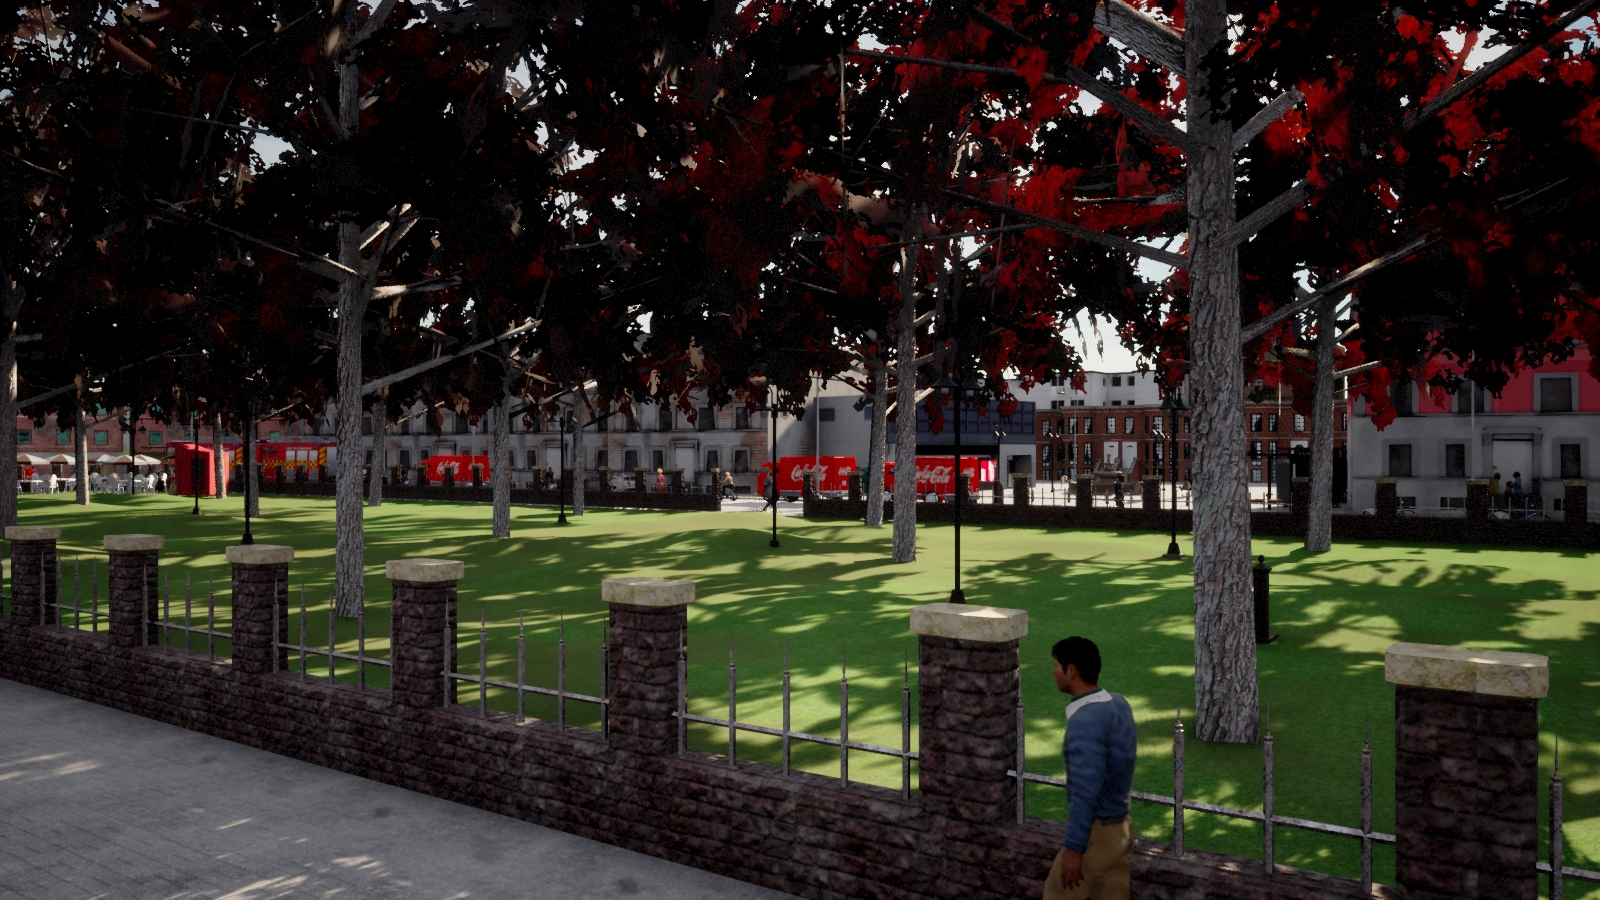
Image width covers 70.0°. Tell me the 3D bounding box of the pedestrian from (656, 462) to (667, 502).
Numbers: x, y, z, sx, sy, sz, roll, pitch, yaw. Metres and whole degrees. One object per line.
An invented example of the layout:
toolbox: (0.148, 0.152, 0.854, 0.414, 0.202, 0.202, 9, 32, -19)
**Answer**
pedestrian: (-6.576, 1.522, 54.148, 0.375, 1.860, 0.375, 0, 0, 29)

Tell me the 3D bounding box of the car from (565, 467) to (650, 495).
car: (-11.432, 1.827, 67.802, 4.902, 1.511, 2.128, 0, 0, 35)

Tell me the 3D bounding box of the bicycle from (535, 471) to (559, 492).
bicycle: (-15.681, 1.940, 70.806, 1.835, 1.271, 0.329, 0, 0, 35)

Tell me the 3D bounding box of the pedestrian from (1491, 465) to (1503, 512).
pedestrian: (27.686, 1.524, 45.411, 0.375, 1.860, 0.375, 0, 0, 37)

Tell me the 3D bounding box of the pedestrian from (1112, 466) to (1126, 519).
pedestrian: (11.438, 1.524, 40.970, 0.375, 1.860, 0.375, 0, 0, 35)

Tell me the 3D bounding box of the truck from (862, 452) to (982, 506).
truck: (5.913, 1.349, 55.621, 5.204, 2.467, 2.627, 0, 0, 35)

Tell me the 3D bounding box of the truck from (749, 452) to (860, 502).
truck: (0.205, 1.348, 59.637, 5.204, 2.467, 2.627, 0, 0, 35)

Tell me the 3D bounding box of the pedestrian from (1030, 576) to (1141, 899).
pedestrian: (1.288, 1.526, 5.154, 0.375, 1.860, 0.375, 0, 0, 35)

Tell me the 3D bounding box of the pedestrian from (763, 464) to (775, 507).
pedestrian: (-1.339, 1.525, 49.673, 0.375, 1.860, 0.375, 0, 0, 36)

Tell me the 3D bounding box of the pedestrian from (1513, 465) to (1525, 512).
pedestrian: (28.647, 1.522, 45.545, 0.375, 1.860, 0.375, 0, 0, 37)
